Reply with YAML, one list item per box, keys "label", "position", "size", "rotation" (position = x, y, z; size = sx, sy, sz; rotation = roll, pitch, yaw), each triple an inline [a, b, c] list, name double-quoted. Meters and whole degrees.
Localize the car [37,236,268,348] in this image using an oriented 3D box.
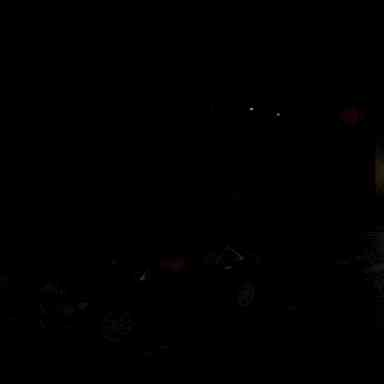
- label: "car"
  position: [-0.469, 1.566, 6.212]
  size: [4.403, 1.369, 2.008]
  rotation: [0, 0, -36]
